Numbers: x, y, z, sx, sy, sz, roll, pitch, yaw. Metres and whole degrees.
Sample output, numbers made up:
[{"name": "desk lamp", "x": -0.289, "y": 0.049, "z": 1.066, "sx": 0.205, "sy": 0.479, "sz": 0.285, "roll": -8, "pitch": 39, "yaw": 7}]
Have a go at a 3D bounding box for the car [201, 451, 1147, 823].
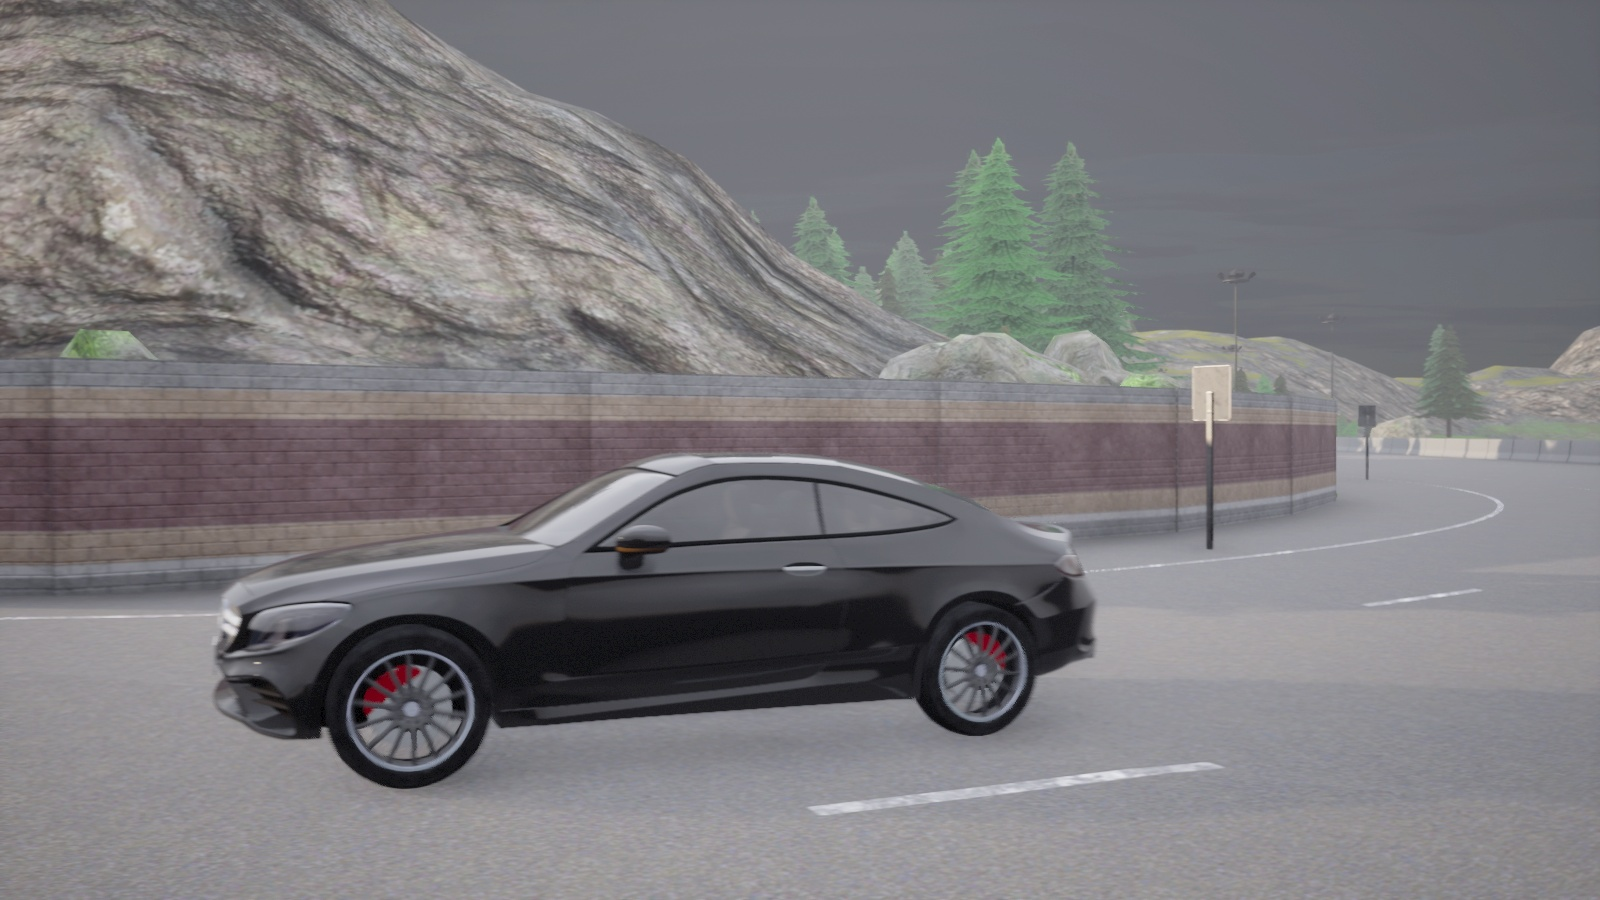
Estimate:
[{"name": "car", "x": -0.606, "y": 0.746, "z": 6.758, "sx": 4.674, "sy": 1.442, "sz": 1.812, "roll": 0, "pitch": 0, "yaw": -24}]
